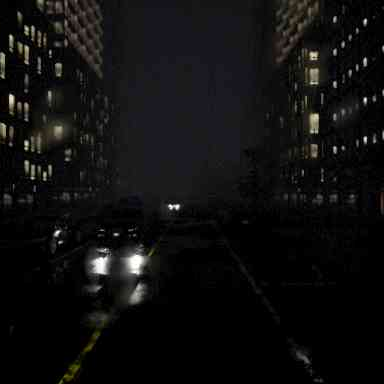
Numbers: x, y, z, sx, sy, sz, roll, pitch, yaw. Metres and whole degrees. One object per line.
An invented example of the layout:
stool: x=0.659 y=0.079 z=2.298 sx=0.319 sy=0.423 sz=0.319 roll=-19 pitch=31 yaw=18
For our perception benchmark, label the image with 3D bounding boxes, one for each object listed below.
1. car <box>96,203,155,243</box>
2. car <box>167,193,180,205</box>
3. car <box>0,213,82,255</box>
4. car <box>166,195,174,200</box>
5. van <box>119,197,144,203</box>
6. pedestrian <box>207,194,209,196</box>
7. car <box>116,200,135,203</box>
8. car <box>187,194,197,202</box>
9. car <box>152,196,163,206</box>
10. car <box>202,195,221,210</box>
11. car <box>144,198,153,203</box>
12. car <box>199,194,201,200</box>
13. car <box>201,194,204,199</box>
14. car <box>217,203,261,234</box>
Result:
car: x=-3.104 y=1.491 z=16.014 sx=1.837 sy=1.490 sz=4.892 roll=0 pitch=0 yaw=0
car: x=-3.066 y=1.425 z=58.248 sx=2.128 sy=1.511 sz=4.902 roll=0 pitch=0 yaw=0
car: x=-5.690 y=1.539 z=13.070 sx=2.008 sy=1.369 sz=4.403 roll=0 pitch=0 yaw=0
car: x=-5.703 y=1.415 z=86.898 sx=1.752 sy=1.417 sz=4.829 roll=0 pitch=0 yaw=0
van: x=-5.692 y=1.312 z=30.147 sx=1.690 sy=1.788 sz=3.998 roll=0 pitch=0 yaw=0
pedestrian: x=2.988 y=1.221 z=62.694 sx=0.375 sy=1.860 sz=0.375 roll=0 pitch=0 yaw=-2
car: x=-5.692 y=1.522 z=24.454 sx=1.887 sy=1.381 sz=4.507 roll=0 pitch=0 yaw=0
car: x=-0.013 y=1.179 z=72.119 sx=2.097 sy=1.767 sz=4.553 roll=0 pitch=0 yaw=0
car: x=-5.696 y=1.382 z=52.914 sx=1.967 sy=1.590 sz=4.097 roll=0 pitch=0 yaw=0
car: x=2.686 y=1.397 z=41.518 sx=1.967 sy=1.590 sz=4.097 roll=0 pitch=0 yaw=0
car: x=-5.694 y=1.546 z=35.839 sx=1.802 sy=1.307 sz=4.206 roll=0 pitch=0 yaw=0
car: x=2.678 y=1.330 z=87.053 sx=1.967 sy=1.590 sz=4.097 roll=0 pitch=0 yaw=0
car: x=2.988 y=1.458 z=59.853 sx=1.812 sy=1.442 sz=4.674 roll=0 pitch=0 yaw=0
car: x=2.690 y=1.549 z=18.751 sx=1.947 sy=1.339 sz=4.313 roll=0 pitch=0 yaw=0
